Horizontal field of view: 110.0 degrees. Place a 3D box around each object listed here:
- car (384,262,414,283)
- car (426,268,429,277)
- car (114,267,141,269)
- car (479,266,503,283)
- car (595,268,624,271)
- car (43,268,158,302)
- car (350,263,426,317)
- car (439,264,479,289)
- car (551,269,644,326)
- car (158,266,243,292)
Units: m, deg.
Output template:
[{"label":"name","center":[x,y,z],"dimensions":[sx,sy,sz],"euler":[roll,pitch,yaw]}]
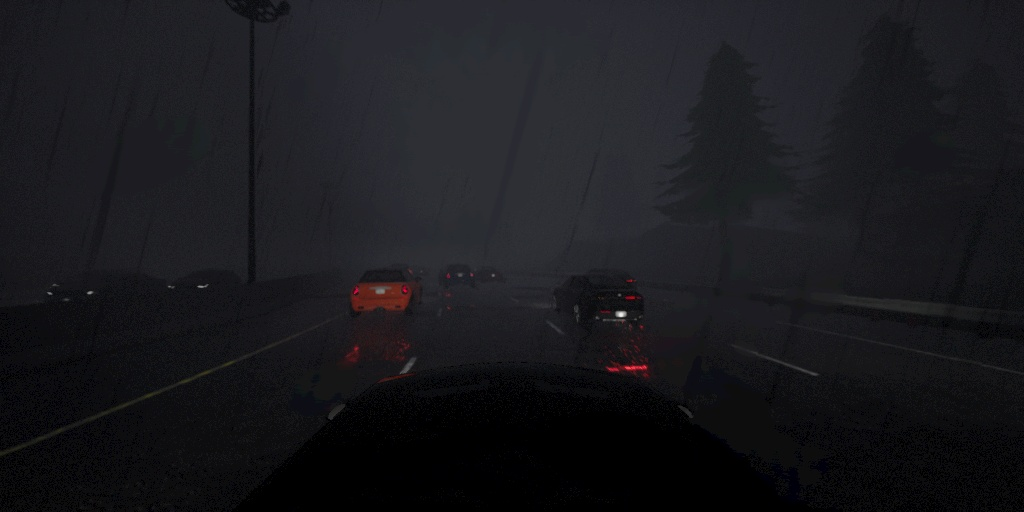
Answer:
[{"label":"car","center":[-10.533,1.434,33.212],"dimensions":[2.097,1.767,4.553],"euler":[0,-1,-24]},{"label":"car","center":[-11.134,1.727,42.081],"dimensions":[1.994,1.385,4.181],"euler":[0,-1,-29]},{"label":"car","center":[-24.849,1.561,21.679],"dimensions":[1.837,1.490,4.892],"euler":[0,-1,-20]},{"label":"car","center":[-2.248,1.586,31.368],"dimensions":[1.994,1.385,4.181],"euler":[0,-1,-21]},{"label":"car","center":[4.904,1.385,19.451],"dimensions":[1.837,1.490,4.892],"euler":[0,-1,-12]},{"label":"car","center":[-19.987,1.547,18.130],"dimensions":[2.033,1.411,5.357],"euler":[0,-1,-15]},{"label":"car","center":[-4.762,1.236,14.162],"dimensions":[2.097,1.767,4.553],"euler":[0,-1,-9]},{"label":"car","center":[-4.066,1.336,25.975],"dimensions":[2.097,1.767,4.553],"euler":[0,0,-17]},{"label":"car","center":[2.650,1.331,12.018],"dimensions":[1.837,1.490,4.892],"euler":[0,-1,-6]},{"label":"car","center":[-17.031,1.507,20.173],"dimensions":[1.837,1.490,4.892],"euler":[0,-1,-17]}]
